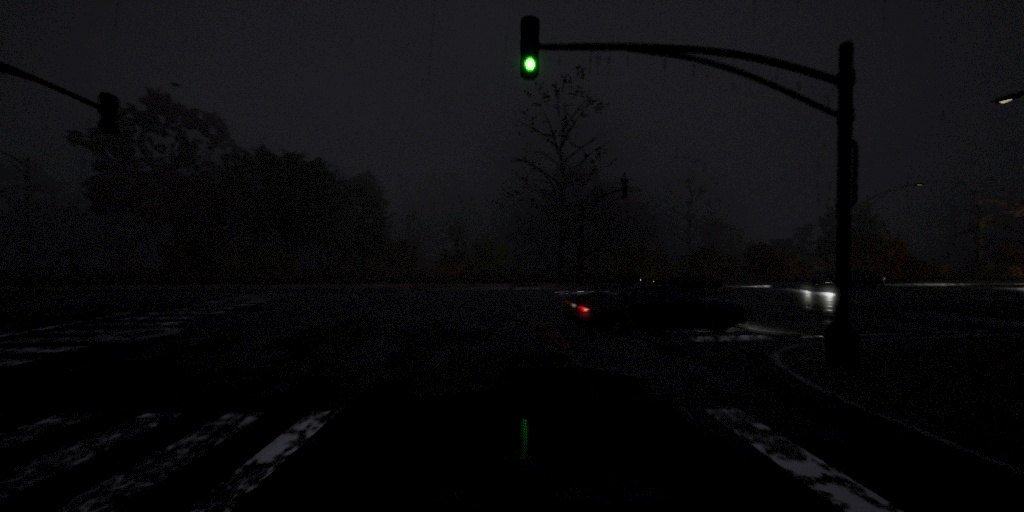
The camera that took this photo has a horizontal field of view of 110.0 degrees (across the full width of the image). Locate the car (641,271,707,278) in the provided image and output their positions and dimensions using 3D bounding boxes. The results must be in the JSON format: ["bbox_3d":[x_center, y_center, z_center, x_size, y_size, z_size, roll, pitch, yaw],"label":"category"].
[{"bbox_3d":[10.283,1.594,22.104,4.718,1.301,1.895,0,0,-10],"label":"car"}]

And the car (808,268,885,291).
[{"bbox_3d":[22.712,1.592,24.389,4.892,1.490,1.837,-1,1,-11],"label":"car"}]

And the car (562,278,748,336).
[{"bbox_3d":[4.295,1.535,11.055,5.357,1.411,2.033,0,0,-10],"label":"car"}]
